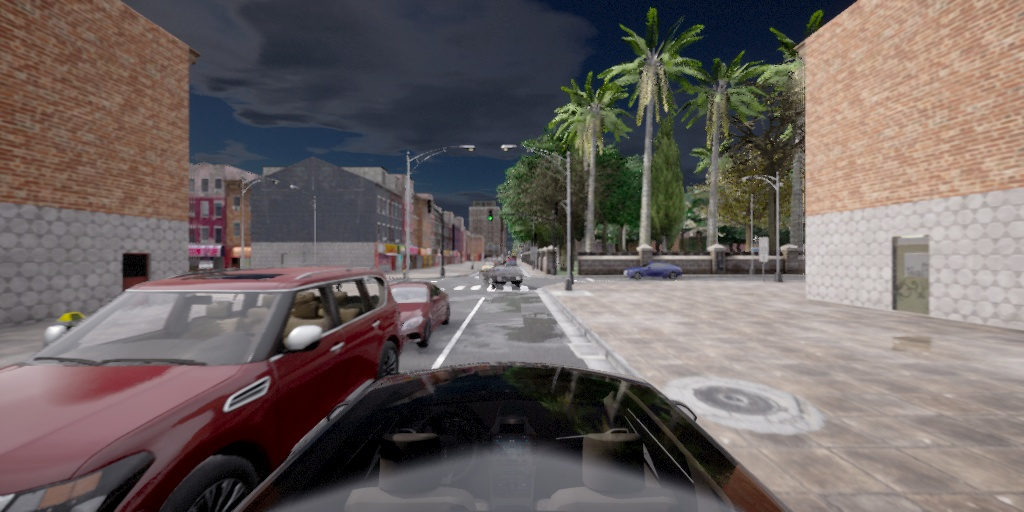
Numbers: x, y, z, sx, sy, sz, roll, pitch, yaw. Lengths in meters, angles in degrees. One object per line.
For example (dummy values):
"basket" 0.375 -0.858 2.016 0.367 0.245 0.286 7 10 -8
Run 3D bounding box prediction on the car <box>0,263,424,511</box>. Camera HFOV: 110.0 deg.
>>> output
"car" -2.638 1.065 3.621 2.192 1.841 5.009 0 0 0

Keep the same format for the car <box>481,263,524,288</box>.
"car" -0.781 1.360 23.700 1.895 1.301 4.718 0 0 -15

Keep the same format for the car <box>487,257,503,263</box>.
"car" -2.666 1.087 47.055 2.192 1.841 5.009 0 0 0

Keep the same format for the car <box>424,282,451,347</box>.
"car" -2.639 1.334 9.233 1.802 1.307 4.207 0 0 0

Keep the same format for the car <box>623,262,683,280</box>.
"car" 11.713 1.219 29.852 4.674 1.442 1.812 0 0 1

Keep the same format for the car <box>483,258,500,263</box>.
"car" -2.661 1.295 41.617 1.751 1.417 4.829 0 0 0

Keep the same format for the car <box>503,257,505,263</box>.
"car" -2.665 1.333 62.866 2.007 1.370 4.403 0 0 0

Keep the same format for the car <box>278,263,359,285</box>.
"car" -14.398 1.318 26.855 5.008 1.535 1.882 0 0 1
